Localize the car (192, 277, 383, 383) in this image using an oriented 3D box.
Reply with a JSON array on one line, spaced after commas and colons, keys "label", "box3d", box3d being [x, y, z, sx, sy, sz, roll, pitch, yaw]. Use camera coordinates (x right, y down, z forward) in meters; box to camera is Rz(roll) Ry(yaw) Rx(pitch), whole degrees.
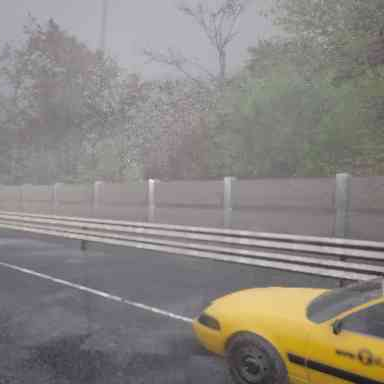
[{"label": "car", "box3d": [2.459, 1.555, 3.482, 5.366, 1.575, 1.801, 0, -1, 38]}]
